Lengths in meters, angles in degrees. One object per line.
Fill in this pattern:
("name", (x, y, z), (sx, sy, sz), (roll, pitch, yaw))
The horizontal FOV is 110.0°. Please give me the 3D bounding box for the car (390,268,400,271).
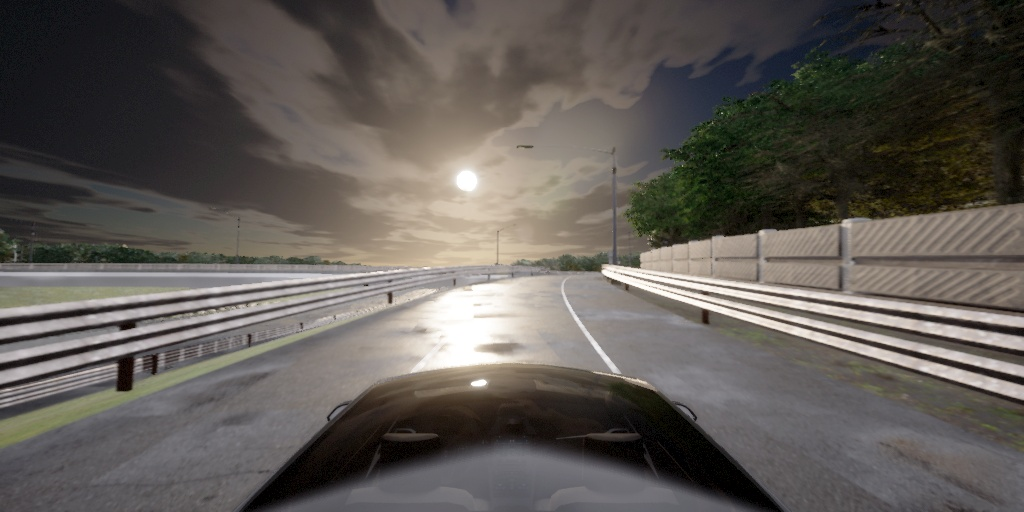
("car", (-18.111, 2.469, 60.615), (4.718, 1.301, 1.895), (2, -4, -21))
